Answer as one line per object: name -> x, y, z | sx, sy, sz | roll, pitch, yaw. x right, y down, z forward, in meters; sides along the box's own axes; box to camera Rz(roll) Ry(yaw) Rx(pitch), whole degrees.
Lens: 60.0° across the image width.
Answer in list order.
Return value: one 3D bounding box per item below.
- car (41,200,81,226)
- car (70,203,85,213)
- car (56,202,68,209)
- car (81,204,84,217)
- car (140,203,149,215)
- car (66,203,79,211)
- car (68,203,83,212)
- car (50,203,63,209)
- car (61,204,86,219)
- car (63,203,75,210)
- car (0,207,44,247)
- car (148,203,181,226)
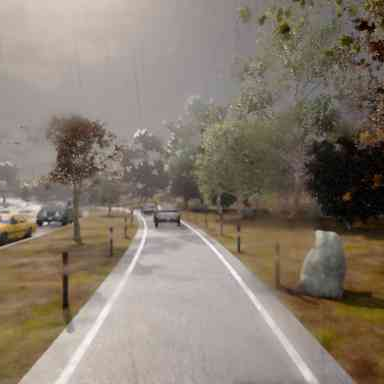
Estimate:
car -> -11.283, 1.727, 28.040 | 2.435, 2.045, 5.566 | 2, -2, -11
car -> -18.744, 2.601, 54.213 | 2.097, 1.535, 5.008 | 0, -2, -21
car -> -31.374, 3.312, 80.054 | 2.097, 1.535, 5.008 | -2, -1, -29
car -> -12.437, 2.104, 33.539 | 2.231, 1.521, 4.892 | 2, -2, -13
car -> -5.305, 2.041, 41.370 | 1.994, 1.385, 4.181 | 0, -1, -14
car -> -23.473, 2.920, 65.274 | 2.097, 1.535, 5.008 | 0, -2, -25
car -> -21.106, 2.760, 60.081 | 2.231, 1.521, 4.892 | 0, -2, -22
car -> -34.795, 3.526, 85.153 | 2.002, 1.452, 4.674 | 1, -2, -35
car -> -13.769, 2.230, 38.968 | 2.231, 1.521, 4.892 | 2, -2, -14
car -> -26.239, 3.112, 70.857 | 2.002, 1.452, 4.674 | 0, -1, -27
car -> -9.613, 1.751, 16.821 | 1.946, 1.575, 5.366 | 2, -2, -5
car -> -1.972, 1.702, 25.089 | 2.128, 1.511, 4.902 | 0, -1, -8
